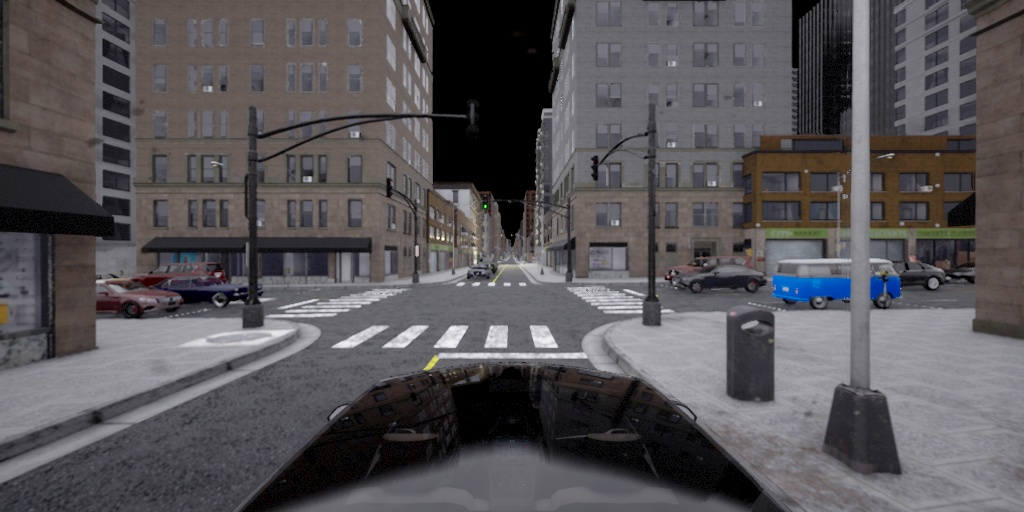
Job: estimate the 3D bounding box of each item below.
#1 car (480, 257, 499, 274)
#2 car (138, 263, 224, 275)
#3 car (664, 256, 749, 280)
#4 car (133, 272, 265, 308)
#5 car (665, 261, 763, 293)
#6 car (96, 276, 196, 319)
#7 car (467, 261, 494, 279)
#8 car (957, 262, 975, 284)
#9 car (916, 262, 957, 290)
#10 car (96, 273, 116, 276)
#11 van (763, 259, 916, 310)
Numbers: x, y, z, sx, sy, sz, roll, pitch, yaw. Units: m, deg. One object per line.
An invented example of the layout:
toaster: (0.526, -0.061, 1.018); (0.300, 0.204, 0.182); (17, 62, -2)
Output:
car: (-3.071, 1.137, 44.508); (2.150, 2.045, 5.566); (0, 0, 0)
car: (-20.334, 1.342, 21.931); (5.009, 1.841, 2.192); (0, 0, 0)
car: (12.107, 0.943, 21.994); (5.009, 1.841, 2.192); (0, 0, 0)
car: (-13.946, 1.568, 16.082); (4.718, 1.301, 1.895); (-1, 0, 0)
car: (11.111, 1.175, 19.345); (4.674, 1.442, 1.812); (-1, 0, 1)
car: (-14.812, 1.569, 13.416); (4.207, 1.307, 1.802); (0, 0, 0)
car: (-3.082, 1.433, 34.064); (1.994, 1.385, 4.181); (0, 0, 0)
car: (28.935, 0.987, 22.027); (4.313, 1.339, 1.948); (0, 0, 0)
car: (20.297, 1.042, 19.347); (4.892, 1.490, 1.837); (-1, 0, 0)
car: (-26.008, 1.622, 21.920); (4.829, 1.417, 1.751); (0, 0, 0)
van: (12.125, 0.998, 13.469); (3.998, 1.789, 1.690); (0, 0, 0)
